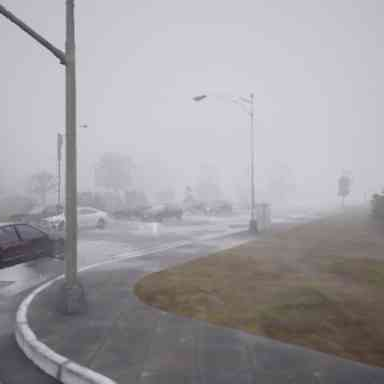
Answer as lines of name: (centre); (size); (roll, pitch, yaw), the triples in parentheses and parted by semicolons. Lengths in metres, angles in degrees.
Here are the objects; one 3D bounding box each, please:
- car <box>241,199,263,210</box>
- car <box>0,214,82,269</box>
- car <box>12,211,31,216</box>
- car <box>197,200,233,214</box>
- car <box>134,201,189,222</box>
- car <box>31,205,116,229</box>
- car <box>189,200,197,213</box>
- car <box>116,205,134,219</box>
car: (8.440, 1.723, 46.276); (1.812, 1.442, 4.674); (-1, 0, 33)
car: (-5.895, 1.653, 10.328); (2.033, 1.411, 5.357); (-1, 0, 13)
car: (-10.217, 1.692, 23.397); (1.882, 1.535, 5.008); (-1, 0, 32)
car: (3.003, 1.683, 37.758); (2.128, 1.511, 4.902); (-1, 0, 32)
car: (-2.545, 1.711, 28.987); (1.812, 1.442, 4.674); (-1, 0, 32)
car: (-7.401, 1.706, 21.297); (1.812, 1.442, 4.674); (-1, 0, 32)
car: (0.219, 1.718, 39.898); (2.128, 1.511, 4.902); (-1, 0, 33)
car: (-5.230, 1.821, 31.295); (1.895, 1.301, 4.718); (-1, 0, 32)
